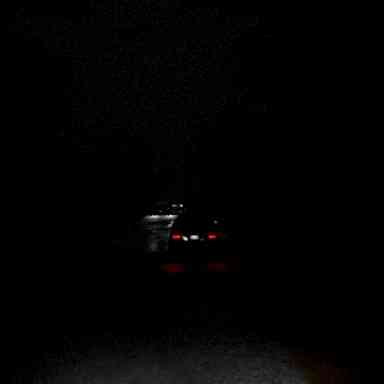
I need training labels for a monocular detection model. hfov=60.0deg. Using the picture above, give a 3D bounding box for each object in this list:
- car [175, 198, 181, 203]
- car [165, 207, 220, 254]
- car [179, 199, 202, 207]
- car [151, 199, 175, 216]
[{"bbox_3d":[-3.151,2.020,74.872,1.895,1.301,4.718,0,-1,-1],"label":"car"},{"bbox_3d":[0.080,1.542,13.453,2.033,1.411,5.357,0,0,0],"label":"car"},{"bbox_3d":[0.023,1.608,31.934,1.895,1.301,4.718,0,0,0],"label":"car"},{"bbox_3d":[-2.940,1.538,33.397,1.812,1.442,4.674,0,0,0],"label":"car"}]
